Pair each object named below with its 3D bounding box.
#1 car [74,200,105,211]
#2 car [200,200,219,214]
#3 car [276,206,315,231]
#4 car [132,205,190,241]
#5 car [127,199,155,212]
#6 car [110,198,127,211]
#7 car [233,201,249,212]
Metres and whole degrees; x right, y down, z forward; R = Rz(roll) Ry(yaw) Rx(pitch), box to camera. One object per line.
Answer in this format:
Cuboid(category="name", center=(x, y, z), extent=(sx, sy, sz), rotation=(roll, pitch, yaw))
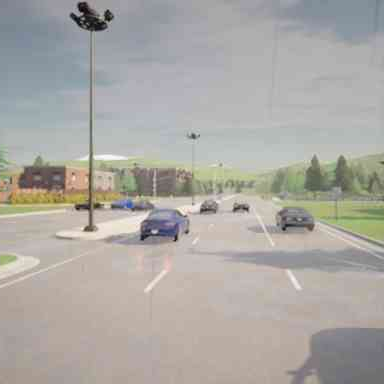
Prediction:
Cuboid(category="car", center=(-12.722, 1.672, 41.400), extent=(1.895, 1.301, 4.718), rotation=(0, 0, 10))
Cuboid(category="car", center=(2.028, 1.652, 37.775), extent=(2.033, 1.411, 5.357), rotation=(0, 0, 9))
Cuboid(category="car", center=(6.488, 1.622, 21.277), extent=(2.033, 1.411, 5.357), rotation=(0, 0, 9))
Cuboid(category="car", center=(-1.275, 1.566, 16.797), extent=(1.812, 1.442, 4.674), rotation=(0, 0, 9))
Cuboid(category="car", center=(-5.859, 1.652, 40.000), extent=(1.994, 1.385, 4.181), rotation=(0, 0, 10))
Cuboid(category="car", center=(-8.891, 1.565, 43.071), extent=(1.882, 1.535, 5.008), rotation=(0, 0, 9))
Cuboid(category="car", center=(6.072, 1.725, 40.910), extent=(1.895, 1.301, 4.718), rotation=(0, 0, 9))
